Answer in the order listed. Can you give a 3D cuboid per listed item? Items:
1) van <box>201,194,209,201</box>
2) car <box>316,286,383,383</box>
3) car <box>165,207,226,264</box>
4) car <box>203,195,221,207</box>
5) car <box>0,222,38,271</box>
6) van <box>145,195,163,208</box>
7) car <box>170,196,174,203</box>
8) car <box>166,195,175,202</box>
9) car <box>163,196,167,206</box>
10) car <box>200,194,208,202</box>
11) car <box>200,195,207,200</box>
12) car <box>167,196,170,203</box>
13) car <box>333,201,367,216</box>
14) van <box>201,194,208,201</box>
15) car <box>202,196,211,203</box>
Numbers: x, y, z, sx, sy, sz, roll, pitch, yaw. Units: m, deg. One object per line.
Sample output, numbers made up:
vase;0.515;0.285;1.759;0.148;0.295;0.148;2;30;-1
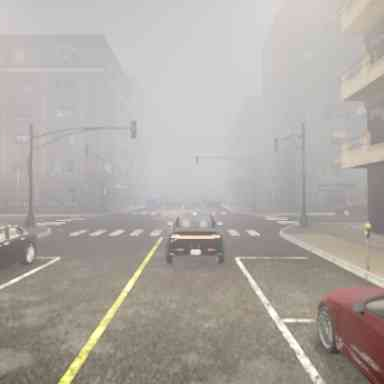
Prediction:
van;3.095;1.341;80.971;1.690;1.788;3.998;1;0;0
car;2.669;1.582;3.251;1.802;1.307;4.206;1;0;0
car;0.108;1.492;11.798;2.128;1.511;4.902;0;0;0
car;2.969;1.552;45.373;2.008;1.369;4.403;1;0;0
car;-5.768;1.552;8.990;2.008;1.369;4.403;1;0;0
van;-5.579;1.344;47.036;1.690;1.788;3.998;1;0;0
car;-5.361;1.568;69.710;1.947;1.339;4.313;1;0;0
car;-5.288;1.546;81.051;1.887;1.381;4.507;1;0;0
car;-5.471;1.568;52.698;1.947;1.339;4.313;1;0;0
car;2.982;1.552;63.961;2.008;1.369;4.403;1;0;0
car;3.165;1.582;92.312;1.802;1.307;4.206;1;0;0
car;-5.433;1.442;58.369;1.967;1.590;4.097;1;0;0
car;15.552;1.514;31.145;4.507;1.381;1.887;0;-1;1
van;3.132;1.341;86.642;1.690;1.788;3.998;1;0;0
car;3.018;1.583;69.631;1.802;1.307;4.206;1;0;0
